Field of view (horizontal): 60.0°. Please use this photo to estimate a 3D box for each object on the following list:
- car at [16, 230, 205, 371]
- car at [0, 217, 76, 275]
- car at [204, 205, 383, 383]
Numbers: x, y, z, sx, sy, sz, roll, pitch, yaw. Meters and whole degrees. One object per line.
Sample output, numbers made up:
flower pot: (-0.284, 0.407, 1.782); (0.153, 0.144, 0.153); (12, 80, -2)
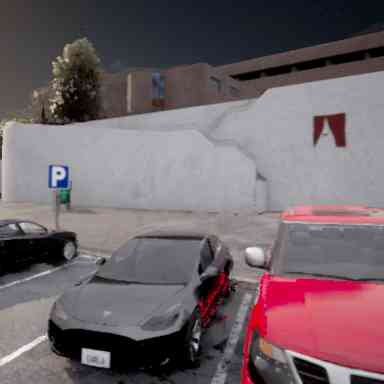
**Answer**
car: (-0.451, 1.513, 6.088); (2.163, 1.488, 4.792); (1, -1, 15)
car: (-5.338, 1.482, 9.598); (2.097, 1.535, 5.008); (0, -1, 16)
car: (1.997, 1.235, 4.348); (2.435, 2.045, 5.566); (1, -1, 15)
